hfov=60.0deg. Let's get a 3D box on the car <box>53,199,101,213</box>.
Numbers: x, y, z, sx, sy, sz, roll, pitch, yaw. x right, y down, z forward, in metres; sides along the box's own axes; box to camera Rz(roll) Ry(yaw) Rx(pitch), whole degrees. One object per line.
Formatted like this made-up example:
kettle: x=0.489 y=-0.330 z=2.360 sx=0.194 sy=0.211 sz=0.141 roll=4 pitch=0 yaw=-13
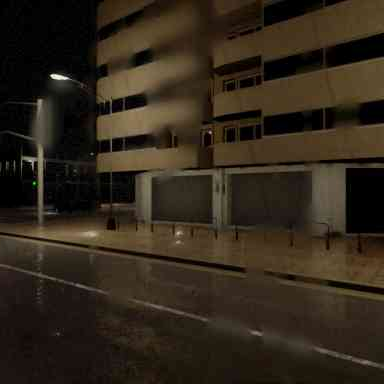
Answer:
car: x=-12.963 y=1.547 z=37.900 sx=2.033 sy=1.411 sz=5.357 roll=0 pitch=0 yaw=37
